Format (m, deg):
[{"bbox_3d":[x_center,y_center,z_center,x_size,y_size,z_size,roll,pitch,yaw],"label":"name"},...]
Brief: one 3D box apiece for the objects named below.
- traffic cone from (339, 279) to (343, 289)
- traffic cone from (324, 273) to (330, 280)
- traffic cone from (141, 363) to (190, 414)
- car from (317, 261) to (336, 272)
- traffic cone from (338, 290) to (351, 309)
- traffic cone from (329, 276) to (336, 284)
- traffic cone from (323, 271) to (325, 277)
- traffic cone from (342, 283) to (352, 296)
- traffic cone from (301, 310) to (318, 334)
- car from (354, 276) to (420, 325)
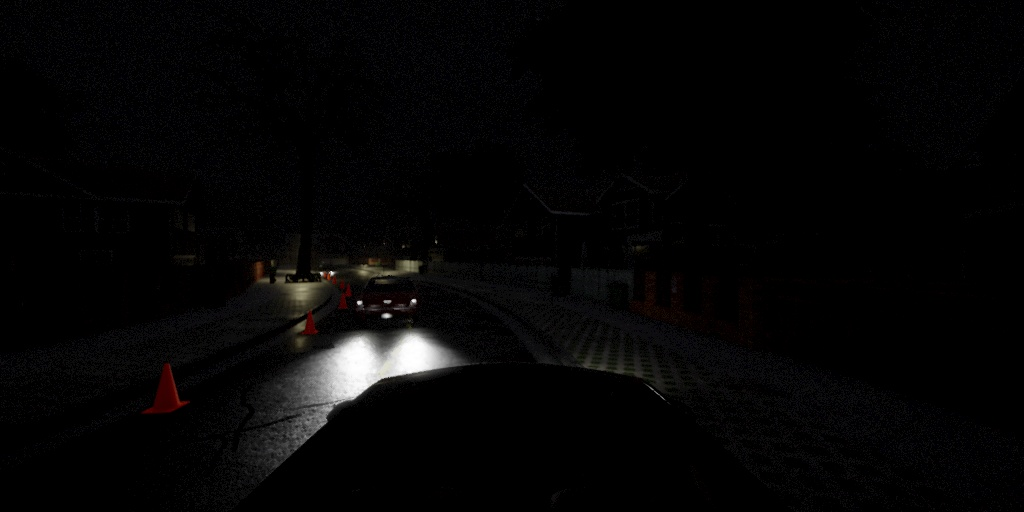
[{"bbox_3d":[-10.621,1.742,22.441,0.340,0.580,0.340,0,0,-31],"label":"traffic cone"},{"bbox_3d":[-15.814,1.757,30.987,0.340,0.580,0.340,0,0,-31],"label":"traffic cone"},{"bbox_3d":[-4.552,1.711,4.724,0.340,0.580,0.340,0,0,-6],"label":"traffic cone"},{"bbox_3d":[-25.261,1.382,48.650,1.994,1.385,4.181,0,0,-31],"label":"car"},{"bbox_3d":[-6.554,1.727,13.917,0.340,0.580,0.340,0,0,-19],"label":"traffic cone"},{"bbox_3d":[-13.217,1.749,26.714,0.340,0.580,0.340,0,0,-31],"label":"traffic cone"},{"bbox_3d":[-18.411,1.764,35.260,0.340,0.580,0.340,0,0,-31],"label":"traffic cone"},{"bbox_3d":[-8.335,1.734,18.280,0.340,0.580,0.340,0,0,-26],"label":"traffic cone"},{"bbox_3d":[-5.288,1.719,9.379,0.340,0.580,0.340,0,0,-12],"label":"traffic cone"},{"bbox_3d":[-4.092,1.369,12.132,1.895,1.301,4.718,0,0,-16],"label":"car"}]
